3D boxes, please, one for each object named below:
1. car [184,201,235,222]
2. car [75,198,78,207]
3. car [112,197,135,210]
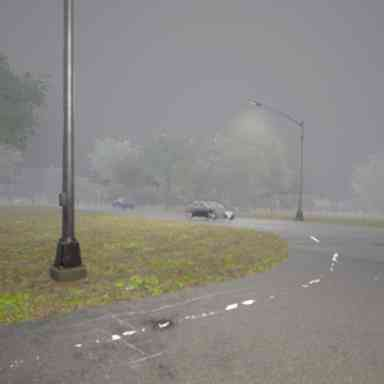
[{"bbox_3d":[1.304,1.481,25.919,2.128,1.511,4.902,4,-3,-35],"label":"car"},{"bbox_3d":[-22.268,1.662,60.553,2.150,2.045,5.566,3,-3,-30],"label":"car"},{"bbox_3d":[-11.696,1.940,56.802,2.150,2.045,5.566,4,-3,-35],"label":"car"}]
